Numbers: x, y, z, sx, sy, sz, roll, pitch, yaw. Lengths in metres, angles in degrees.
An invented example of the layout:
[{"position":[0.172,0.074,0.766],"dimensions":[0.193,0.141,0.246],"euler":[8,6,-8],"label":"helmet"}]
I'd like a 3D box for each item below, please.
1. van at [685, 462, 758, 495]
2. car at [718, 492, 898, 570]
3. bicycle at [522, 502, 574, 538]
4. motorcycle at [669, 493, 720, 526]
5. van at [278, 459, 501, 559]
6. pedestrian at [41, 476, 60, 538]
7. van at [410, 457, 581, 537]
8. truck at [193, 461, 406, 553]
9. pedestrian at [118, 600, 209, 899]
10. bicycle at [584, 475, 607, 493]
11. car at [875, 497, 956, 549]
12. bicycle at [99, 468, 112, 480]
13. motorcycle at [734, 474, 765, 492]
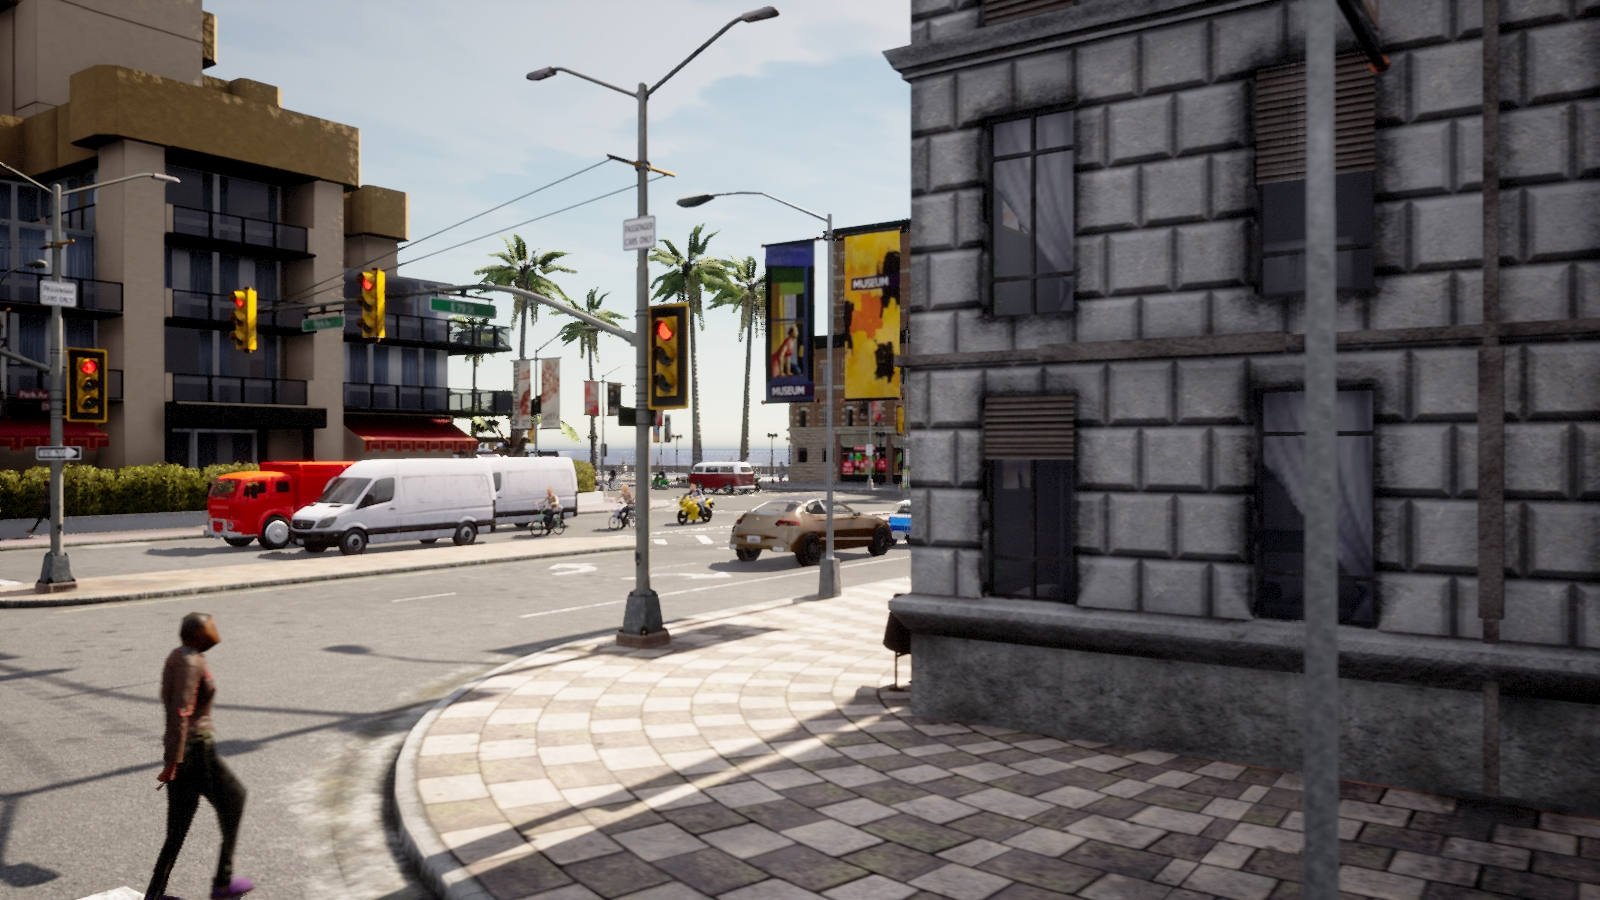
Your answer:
[{"position":[-5.115,1.809,74.304],"dimensions":[4.480,2.038,2.069],"euler":[0,0,36],"label":"van"},{"position":[0.325,2.001,29.445],"dimensions":[2.152,1.651,5.027],"euler":[0,0,35],"label":"car"},{"position":[-8.230,2.273,37.320],"dimensions":[0.859,1.080,1.487],"euler":[0,0,35],"label":"bicycle"},{"position":[-3.984,2.229,43.362],"dimensions":[0.803,1.145,2.033],"euler":[0,0,35],"label":"motorcycle"},{"position":[-11.526,1.551,32.587],"dimensions":[1.988,2.561,5.915],"euler":[0,0,35],"label":"van"},{"position":[-22.803,1.718,34.771],"dimensions":[0.375,1.860,0.375],"euler":[0,0,36],"label":"pedestrian"},{"position":[-10.532,1.553,40.046],"dimensions":[1.988,2.561,5.915],"euler":[0,0,35],"label":"van"},{"position":[-14.789,1.586,34.041],"dimensions":[2.627,2.467,5.204],"euler":[0,0,35],"label":"truck"},{"position":[-3.784,1.854,6.791],"dimensions":[0.375,1.860,0.375],"euler":[0,0,43],"label":"pedestrian"},{"position":[-13.634,2.241,76.101],"dimensions":[1.835,1.171,0.329],"euler":[0,0,35],"label":"bicycle"},{"position":[3.448,2.130,33.894],"dimensions":[1.481,1.376,2.207],"euler":[0,0,35],"label":"car"},{"position":[-65.760,2.275,108.191],"dimensions":[1.835,1.171,0.329],"euler":[0,0,36],"label":"bicycle"},{"position":[-3.444,2.240,77.436],"dimensions":[2.033,1.145,0.803],"euler":[0,0,36],"label":"motorcycle"}]
